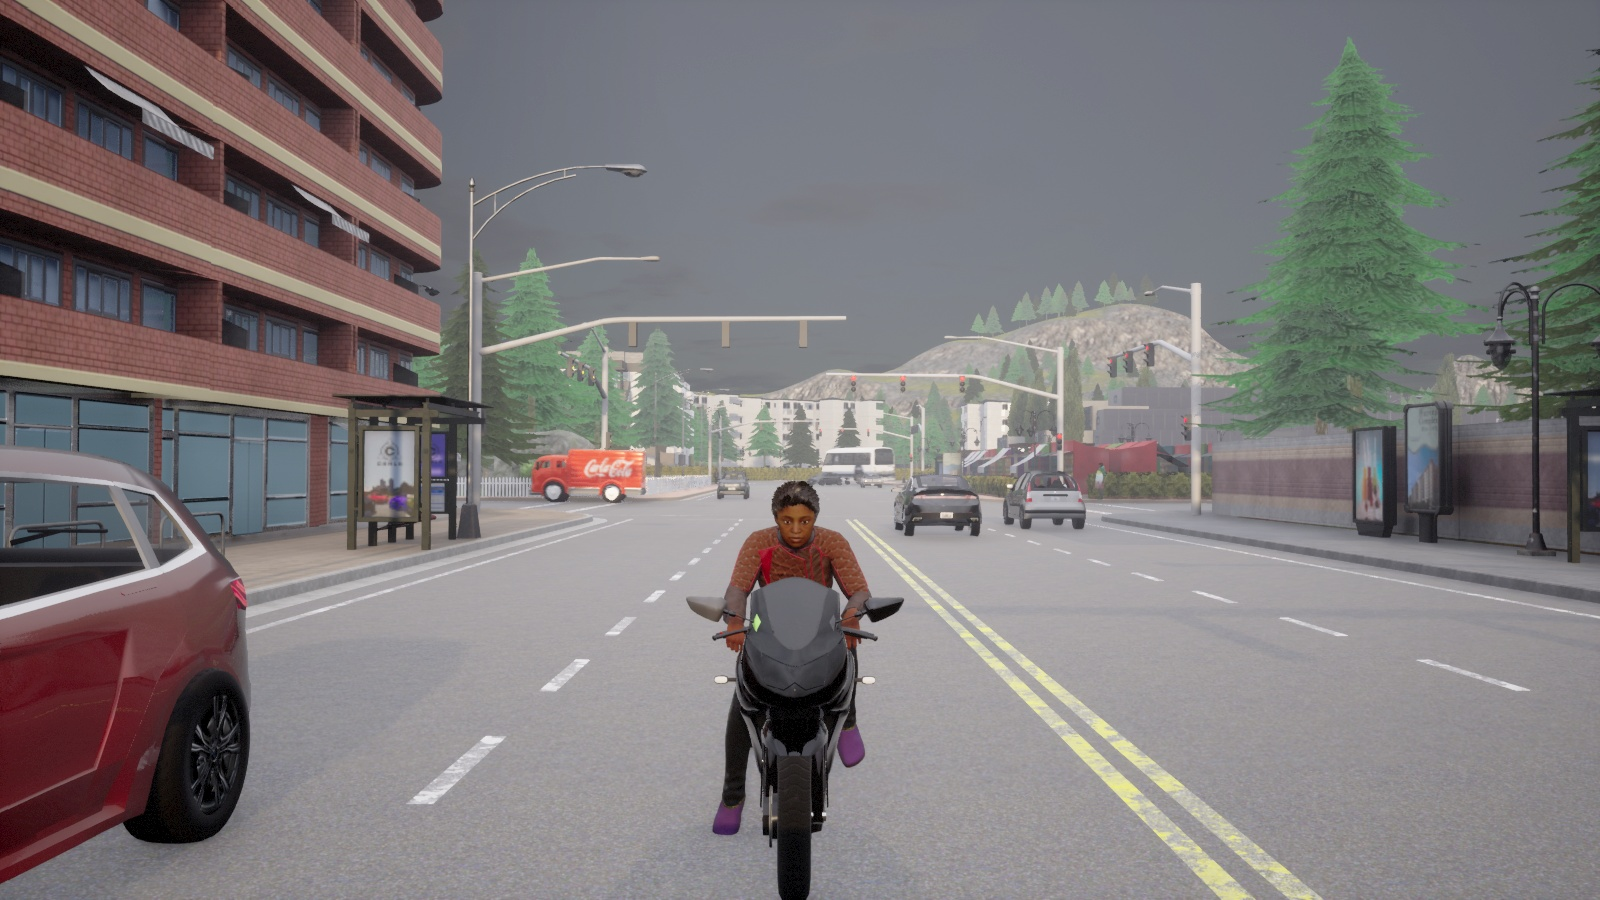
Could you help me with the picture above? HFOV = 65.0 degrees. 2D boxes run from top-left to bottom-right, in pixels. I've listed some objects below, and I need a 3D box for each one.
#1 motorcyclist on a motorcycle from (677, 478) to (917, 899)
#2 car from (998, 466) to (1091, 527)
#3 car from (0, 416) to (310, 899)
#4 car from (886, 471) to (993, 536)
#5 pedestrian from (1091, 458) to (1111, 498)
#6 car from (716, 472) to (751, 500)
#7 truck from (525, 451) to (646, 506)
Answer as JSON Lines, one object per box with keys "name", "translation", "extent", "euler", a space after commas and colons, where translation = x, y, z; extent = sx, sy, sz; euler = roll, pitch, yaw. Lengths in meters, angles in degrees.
{"name": "motorcyclist on a motorcycle", "translation": [-0.013, 0.884, 5.210], "extent": [0.797, 1.523, 2.044], "euler": [0, -1, 0]}
{"name": "car", "translation": [6.913, 1.286, 35.846], "extent": [1.851, 1.617, 3.988], "euler": [0, -1, 0]}
{"name": "car", "translation": [-3.511, 0.737, 3.845], "extent": [2.242, 1.667, 4.611], "euler": [0, -1, 0]}
{"name": "car", "translation": [3.423, 1.288, 31.691], "extent": [2.128, 1.511, 4.902], "euler": [0, -1, 0]}
{"name": "pedestrian", "translation": [14.978, 1.400, 62.524], "extent": [0.873, 1.952, 0.659], "euler": [0, -1, 2]}
{"name": "car", "translation": [-3.670, 1.978, 69.887], "extent": [1.789, 1.549, 3.705], "euler": [0, -1, 0]}
{"name": "truck", "translation": [-9.918, 1.306, 58.514], "extent": [5.204, 2.467, 2.627], "euler": [1, -1, -2]}
